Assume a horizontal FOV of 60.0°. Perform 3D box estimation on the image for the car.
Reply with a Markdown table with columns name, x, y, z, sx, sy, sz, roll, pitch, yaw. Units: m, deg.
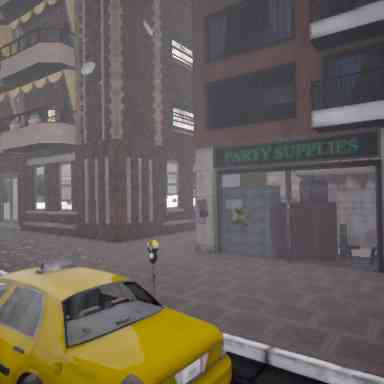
| name | x | y | z | sx | sy | sz | roll | pitch | yaw |
| --- | --- | --- | --- | --- | --- | --- | --- | --- | --- |
| car | -1.879 | 1.524 | 4.231 | 4.829 | 1.417 | 1.752 | 0 | -1 | 36 |
